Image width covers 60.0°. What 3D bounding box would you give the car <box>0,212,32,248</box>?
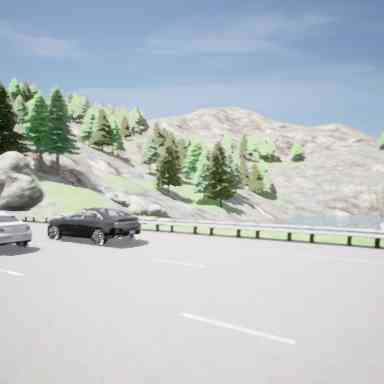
[{"bbox_3d":[-8.380,1.518,13.398,4.674,1.442,1.812,0,0,31],"label":"car"}]

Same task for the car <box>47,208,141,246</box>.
[{"bbox_3d":[-4.551,1.474,15.153,4.902,1.511,2.128,0,0,32],"label":"car"}]
